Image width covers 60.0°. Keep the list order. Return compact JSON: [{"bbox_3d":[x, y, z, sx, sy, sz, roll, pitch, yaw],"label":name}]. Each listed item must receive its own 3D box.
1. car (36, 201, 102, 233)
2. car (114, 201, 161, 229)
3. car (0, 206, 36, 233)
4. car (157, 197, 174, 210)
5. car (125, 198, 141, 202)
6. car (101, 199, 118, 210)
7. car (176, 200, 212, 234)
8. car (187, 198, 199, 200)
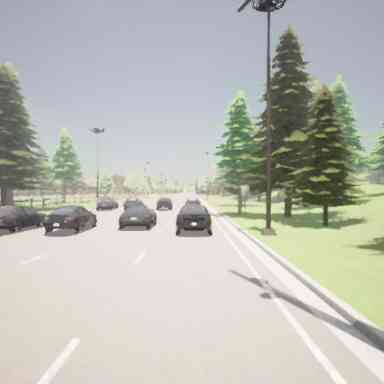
[{"bbox_3d":[-6.899,1.500,19.220,1.812,1.442,4.674,0,0,0],"label":"car"},{"bbox_3d":[-3.399,1.536,21.405,1.994,1.385,4.181,0,0,0],"label":"car"},{"bbox_3d":[-10.399,1.522,19.391,2.033,1.411,5.357,0,0,0],"label":"car"},{"bbox_3d":[-3.398,1.450,41.958,1.837,1.490,4.892,0,0,0],"label":"car"},{"bbox_3d":[-6.898,1.440,39.415,2.128,1.511,4.902,0,0,0],"label":"car"},{"bbox_3d":[-10.398,1.510,41.304,1.994,1.385,4.181,0,0,0],"label":"car"},{"bbox_3d":[0.101,1.452,19.088,1.882,1.535,5.008,0,0,0],"label":"car"},{"bbox_3d":[0.102,1.440,38.953,2.128,1.511,4.902,0,0,0],"label":"car"}]
